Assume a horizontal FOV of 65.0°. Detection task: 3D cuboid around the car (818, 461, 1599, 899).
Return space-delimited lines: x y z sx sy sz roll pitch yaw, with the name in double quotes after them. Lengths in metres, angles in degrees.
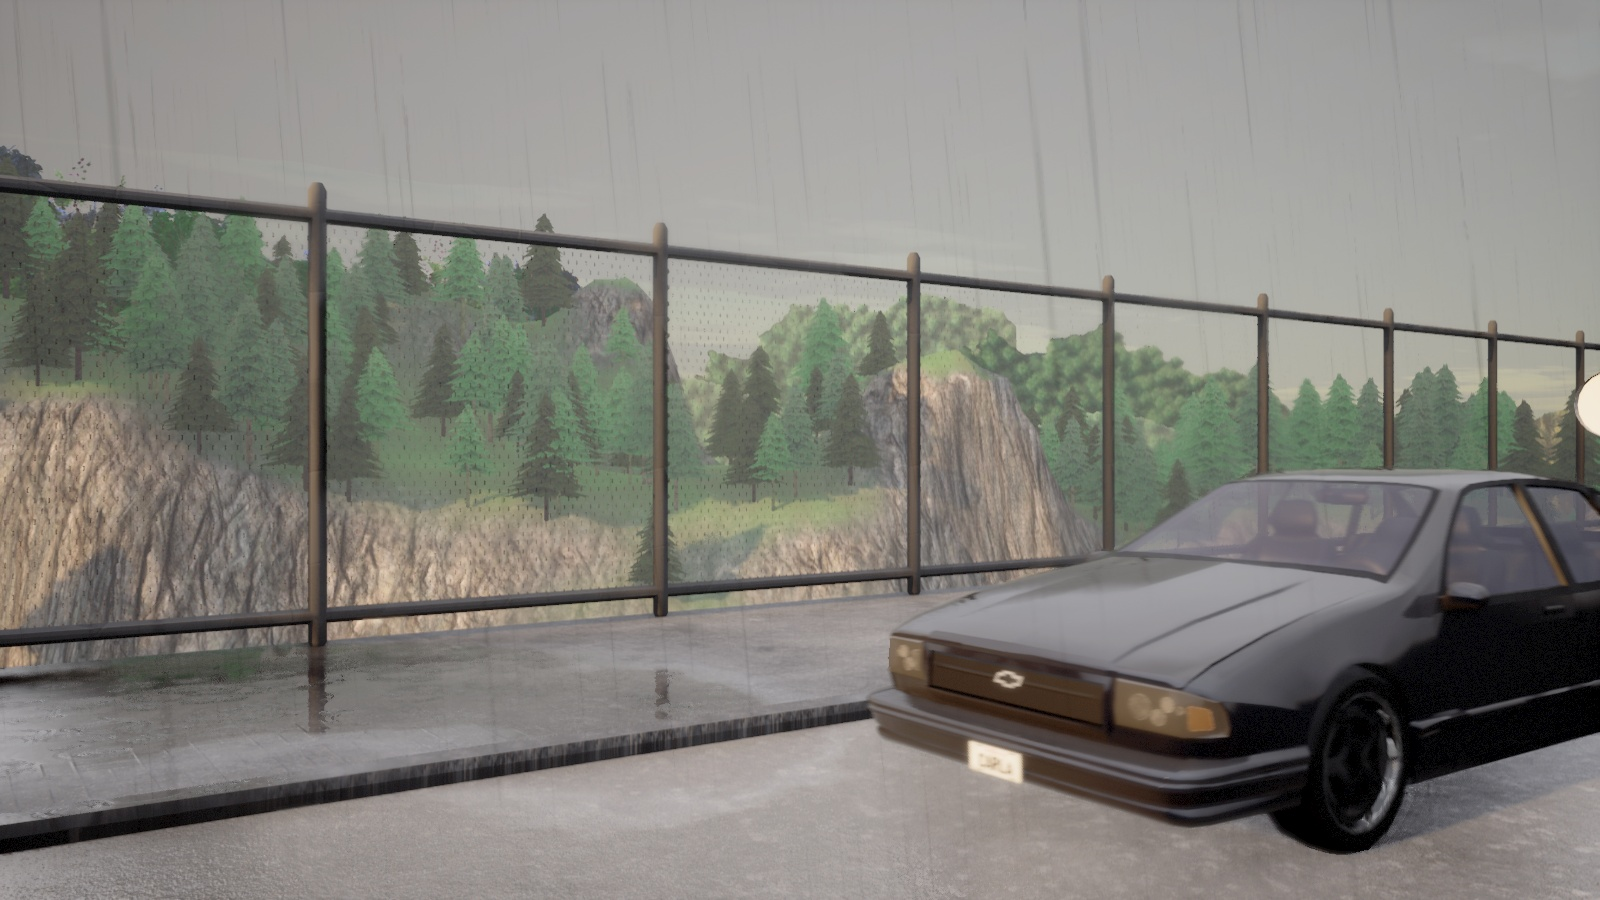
2.862 0.785 6.260 5.357 1.411 2.033 0 0 -35 "car"
